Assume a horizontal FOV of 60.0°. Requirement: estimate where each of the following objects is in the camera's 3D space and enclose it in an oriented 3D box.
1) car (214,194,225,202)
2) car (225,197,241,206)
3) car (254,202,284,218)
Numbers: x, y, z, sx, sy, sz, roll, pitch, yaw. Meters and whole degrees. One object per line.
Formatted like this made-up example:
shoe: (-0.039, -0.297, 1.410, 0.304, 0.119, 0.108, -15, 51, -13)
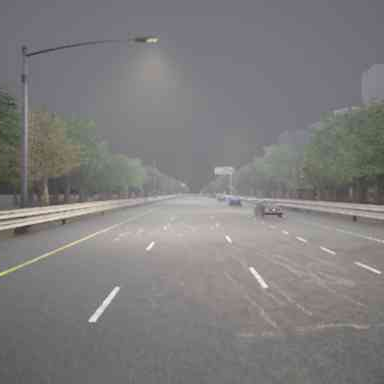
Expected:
car: (7.402, 1.582, 84.771, 2.097, 1.767, 4.553, 0, 0, 1)
car: (7.183, 1.638, 56.809, 1.882, 1.535, 5.008, 0, 0, 0)
car: (7.056, 1.613, 31.089, 2.033, 1.411, 5.357, 0, 0, 0)
